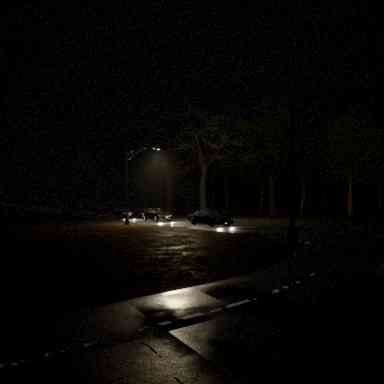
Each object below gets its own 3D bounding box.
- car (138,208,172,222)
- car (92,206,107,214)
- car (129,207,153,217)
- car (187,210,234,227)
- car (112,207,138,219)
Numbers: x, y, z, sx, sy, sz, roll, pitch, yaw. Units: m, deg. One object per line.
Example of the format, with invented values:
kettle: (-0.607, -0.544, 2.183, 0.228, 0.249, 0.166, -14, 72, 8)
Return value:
car: (-4.029, 2.579, 38.028, 1.837, 1.490, 4.892, 1, -2, -33)
car: (-18.703, 3.584, 67.121, 2.128, 1.511, 4.902, 1, -2, -33)
car: (-7.713, 3.067, 50.386, 1.994, 1.385, 4.181, 1, -2, -33)
car: (1.478, 2.282, 29.669, 2.033, 1.411, 5.357, 0, -2, -30)
car: (-9.615, 2.895, 46.562, 2.128, 1.511, 4.902, 1, -2, -33)
